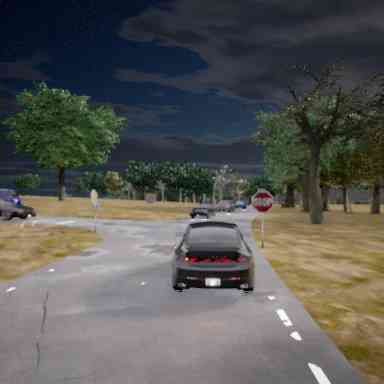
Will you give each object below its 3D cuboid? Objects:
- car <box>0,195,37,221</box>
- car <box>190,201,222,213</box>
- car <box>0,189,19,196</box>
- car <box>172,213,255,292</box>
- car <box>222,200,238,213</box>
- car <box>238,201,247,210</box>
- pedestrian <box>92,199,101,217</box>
[{"bbox_3d":[-13.395,1.095,22.425,5.357,1.411,2.033,2,-1,7],"label":"car"},{"bbox_3d":[1.291,1.905,34.194,2.033,1.411,5.357,0,-1,16],"label":"car"},{"bbox_3d":[-16.062,0.725,25.800,5.566,2.045,2.150,2,-1,9],"label":"car"},{"bbox_3d":[0.571,1.549,9.075,1.837,1.490,4.892,0,0,4],"label":"car"},{"bbox_3d":[4.549,1.944,45.780,2.097,1.767,4.553,0,-1,17],"label":"car"},{"bbox_3d":[8.841,2.379,60.695,1.882,1.535,5.008,0,-1,15],"label":"car"},{"bbox_3d":[-8.116,1.208,28.213,0.375,1.860,0.375,0,-4,7],"label":"pedestrian"}]
